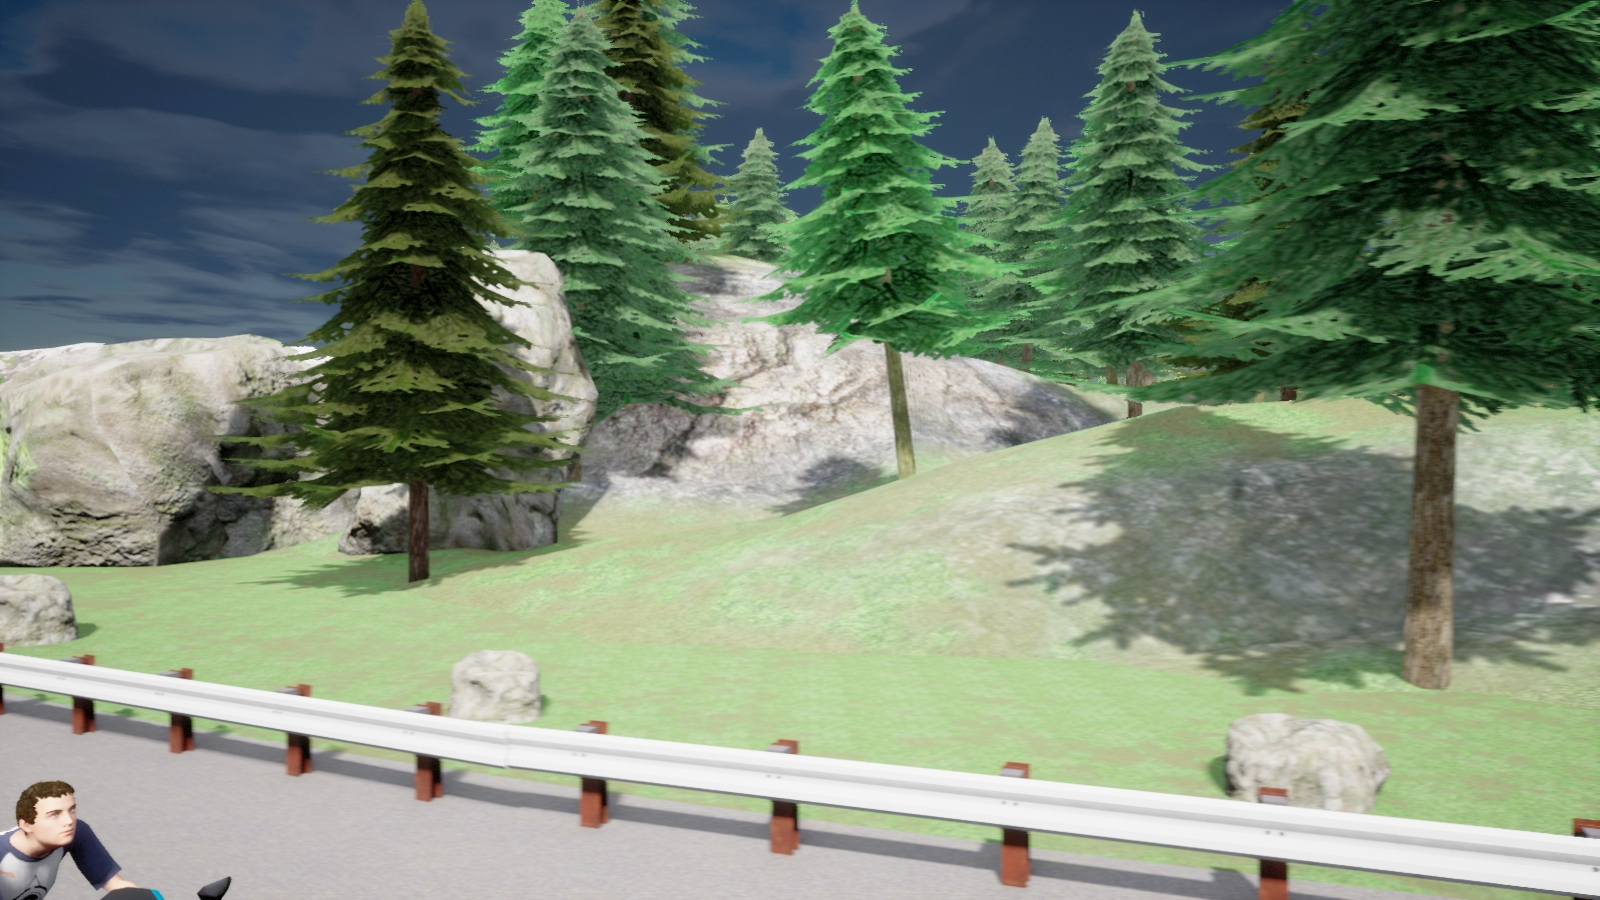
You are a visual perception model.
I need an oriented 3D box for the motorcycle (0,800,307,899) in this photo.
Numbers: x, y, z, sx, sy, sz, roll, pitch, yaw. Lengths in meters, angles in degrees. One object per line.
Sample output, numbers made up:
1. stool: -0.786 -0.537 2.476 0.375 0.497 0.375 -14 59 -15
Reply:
1. motorcycle: -2.994 2.177 4.432 2.033 1.217 0.803 0 0 23
